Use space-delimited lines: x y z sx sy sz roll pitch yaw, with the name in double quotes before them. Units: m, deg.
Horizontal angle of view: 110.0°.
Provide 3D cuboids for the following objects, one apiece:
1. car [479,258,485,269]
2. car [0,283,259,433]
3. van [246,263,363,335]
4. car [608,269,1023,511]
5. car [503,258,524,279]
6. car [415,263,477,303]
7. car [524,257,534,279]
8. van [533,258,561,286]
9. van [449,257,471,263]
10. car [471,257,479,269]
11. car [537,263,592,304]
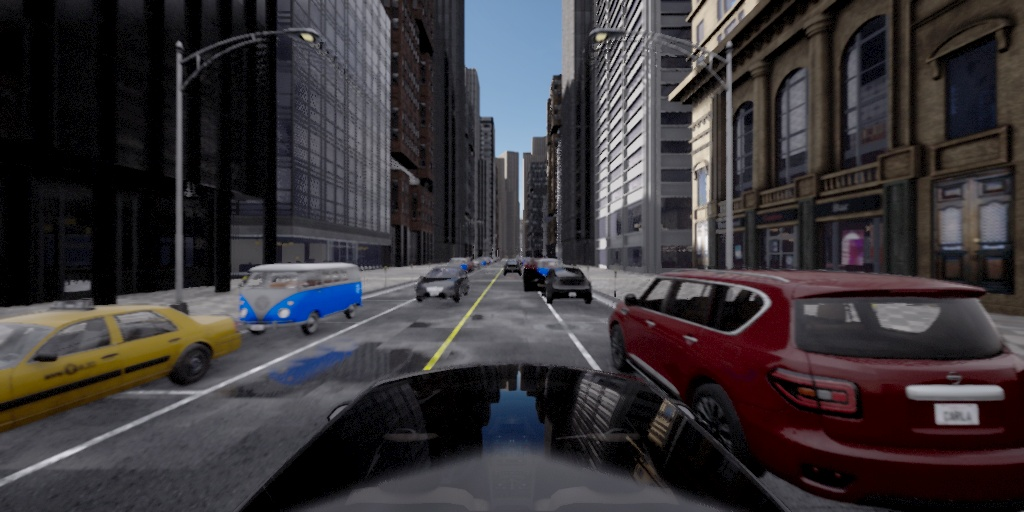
"car" -5.750 1.334 55.092 2.007 1.370 4.403 0 0 0
"car" -5.762 1.277 4.437 1.751 1.417 4.829 0 0 0
"van" -5.760 1.095 10.216 1.690 1.789 3.998 0 0 0
"car" 2.763 1.066 4.617 2.192 1.841 5.009 0 0 0
"car" 0.052 1.277 38.674 1.837 1.490 4.892 0 0 1
"car" -3.094 1.249 16.761 2.128 1.511 4.902 0 0 0
"car" 2.771 1.086 38.272 2.192 1.841 5.009 0 0 0
"van" 2.769 1.105 27.053 1.690 1.789 3.998 0 0 0
"van" -5.754 1.112 38.264 1.690 1.789 3.998 0 0 0
"car" -5.752 1.090 43.873 2.192 1.841 5.009 0 0 0
"car" 2.358 1.263 16.397 1.837 1.490 4.892 0 0 0
